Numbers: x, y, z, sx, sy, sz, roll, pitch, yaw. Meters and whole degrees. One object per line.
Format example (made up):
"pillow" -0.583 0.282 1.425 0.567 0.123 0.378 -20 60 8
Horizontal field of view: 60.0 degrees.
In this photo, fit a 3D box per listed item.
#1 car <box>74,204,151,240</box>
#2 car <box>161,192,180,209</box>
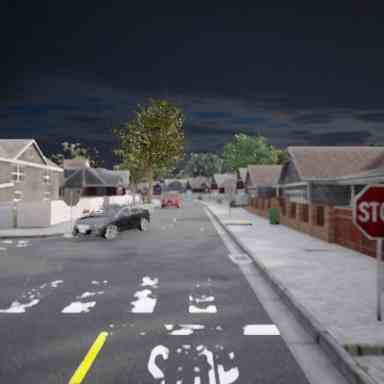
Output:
"car" -3.969 1.438 17.332 2.128 1.511 4.902 1 2 24
"car" -2.704 1.050 42.706 2.150 2.045 5.566 0 0 0
